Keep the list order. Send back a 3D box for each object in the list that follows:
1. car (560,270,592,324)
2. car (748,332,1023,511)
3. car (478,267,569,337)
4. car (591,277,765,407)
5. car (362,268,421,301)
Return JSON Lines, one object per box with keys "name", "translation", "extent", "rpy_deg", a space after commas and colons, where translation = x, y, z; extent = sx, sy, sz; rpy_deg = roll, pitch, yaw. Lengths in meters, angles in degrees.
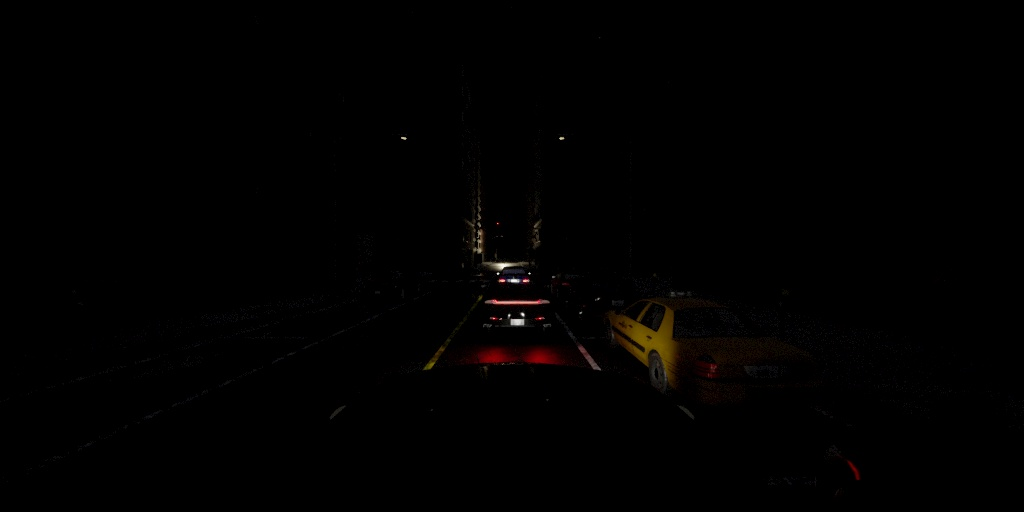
{"name": "car", "translation": [2.876, 1.312, 11.776], "extent": [1.948, 1.339, 4.313], "rpy_deg": [0, 0, 0]}
{"name": "car", "translation": [2.873, 1.301, 0.604], "extent": [2.007, 1.370, 4.403], "rpy_deg": [0, 0, 0]}
{"name": "car", "translation": [0.104, 1.239, 10.301], "extent": [2.128, 1.511, 4.902], "rpy_deg": [0, 0, 0]}
{"name": "car", "translation": [2.874, 1.274, 6.360], "extent": [1.751, 1.417, 4.829], "rpy_deg": [0, 0, 0]}
{"name": "car", "translation": [-5.668, 1.290, 17.361], "extent": [1.888, 1.381, 4.507], "rpy_deg": [0, 0, 0]}
